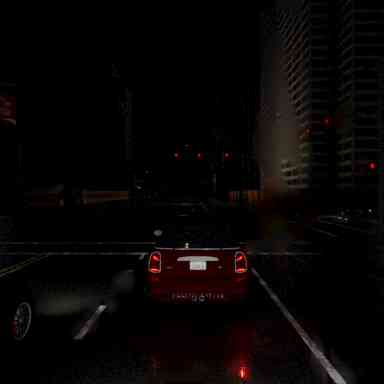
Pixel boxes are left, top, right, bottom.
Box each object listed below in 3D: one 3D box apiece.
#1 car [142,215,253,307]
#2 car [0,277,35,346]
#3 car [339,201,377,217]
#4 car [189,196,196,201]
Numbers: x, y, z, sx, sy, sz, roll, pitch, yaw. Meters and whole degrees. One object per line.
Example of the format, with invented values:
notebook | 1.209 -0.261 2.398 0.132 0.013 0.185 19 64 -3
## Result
car | 0.108 1.352 8.145 2.097 1.767 4.553 0 0 0
car | -3.395 1.526 3.371 1.812 1.442 4.674 0 0 0
car | 16.300 1.547 30.192 5.357 1.411 2.033 0 0 0
car | 0.082 1.595 83.494 1.895 1.301 4.718 0 0 0
